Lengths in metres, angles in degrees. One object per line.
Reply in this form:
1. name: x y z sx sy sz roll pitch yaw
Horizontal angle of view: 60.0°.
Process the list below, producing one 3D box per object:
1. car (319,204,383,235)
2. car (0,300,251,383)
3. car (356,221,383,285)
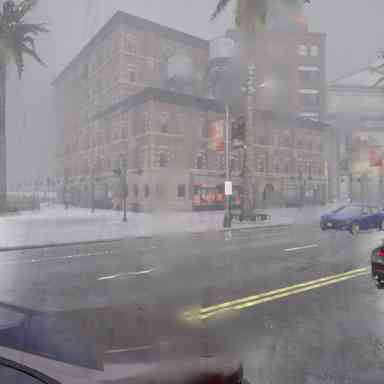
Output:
1. car: 9.380 1.477 19.122 5.008 1.535 1.882 0 0 -35
2. car: -2.043 1.547 2.258 5.357 1.411 2.033 0 0 -36
3. car: 6.280 1.506 8.169 4.892 1.490 1.837 0 0 -35
